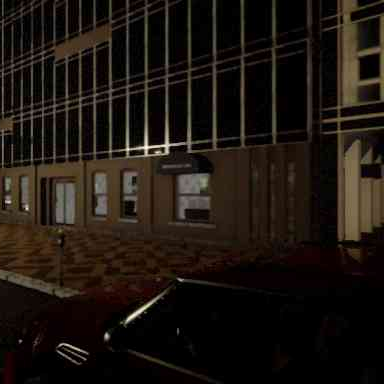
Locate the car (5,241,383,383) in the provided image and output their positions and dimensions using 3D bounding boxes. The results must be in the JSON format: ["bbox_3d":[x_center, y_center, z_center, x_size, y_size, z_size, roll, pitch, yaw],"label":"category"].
[{"bbox_3d":[0.728,1.314,2.360,5.009,1.841,2.192,0,0,35],"label":"car"}]
